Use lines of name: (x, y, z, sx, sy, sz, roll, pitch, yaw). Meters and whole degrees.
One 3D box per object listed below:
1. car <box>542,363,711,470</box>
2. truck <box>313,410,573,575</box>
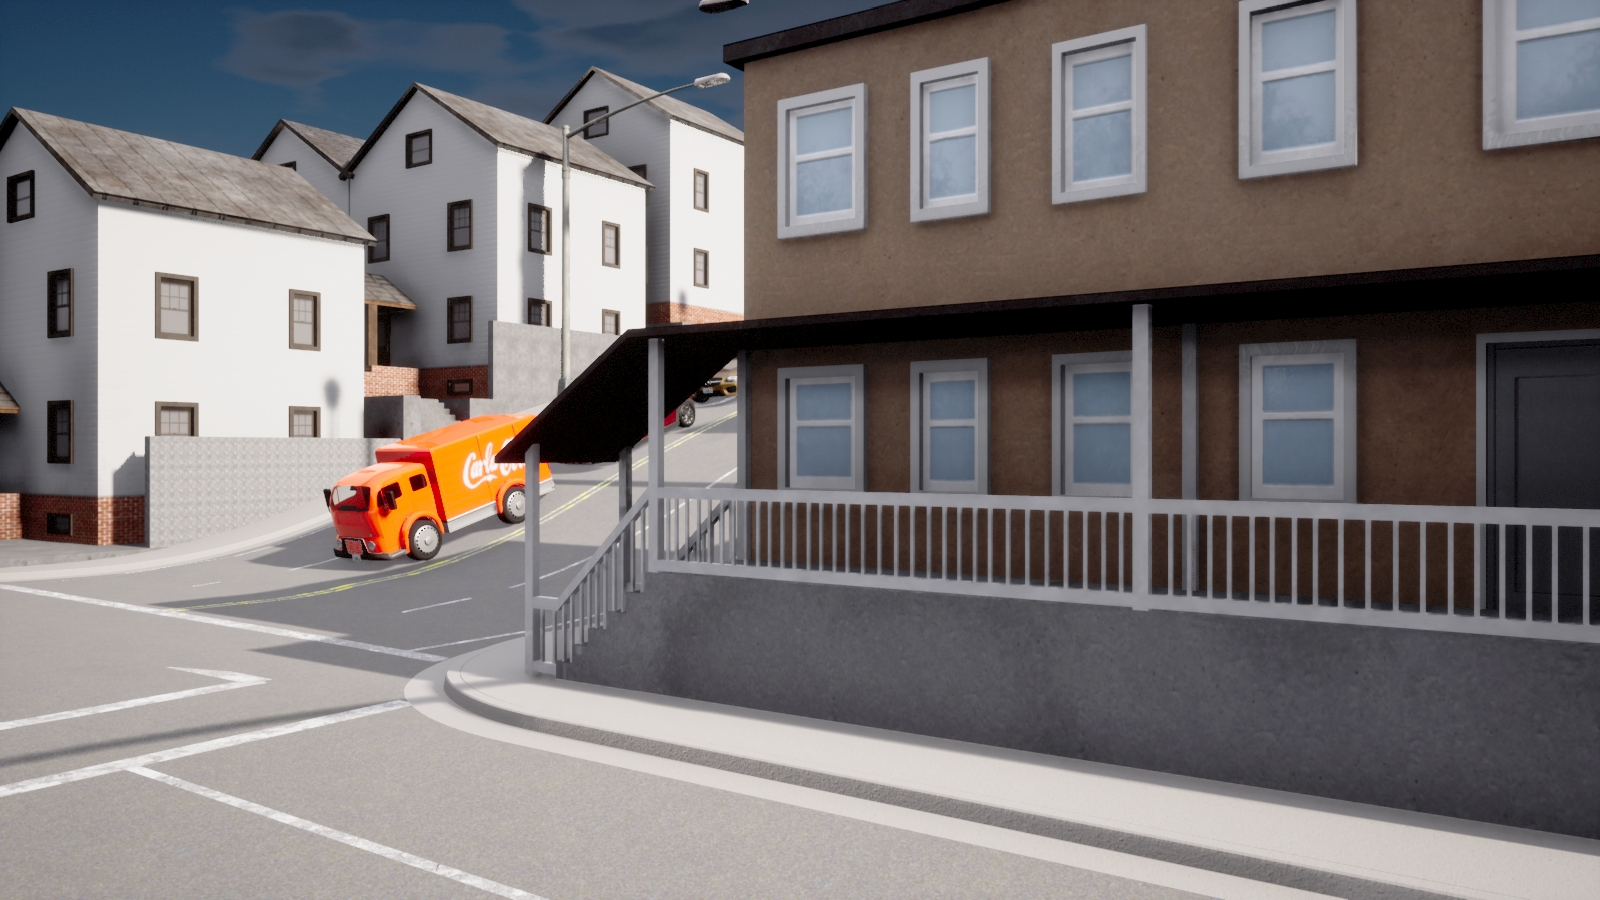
car: (-4.941, -1.040, 33.205, 2.097, 1.767, 4.553, 0, 19, 34)
truck: (-8.532, 0.881, 27.907, 2.627, 2.467, 5.204, 0, 16, 34)
